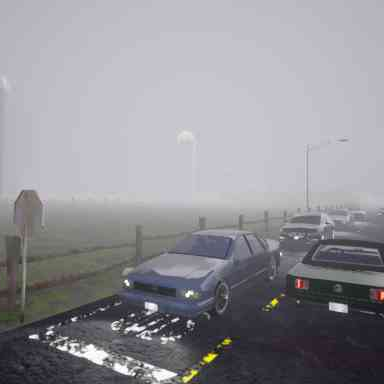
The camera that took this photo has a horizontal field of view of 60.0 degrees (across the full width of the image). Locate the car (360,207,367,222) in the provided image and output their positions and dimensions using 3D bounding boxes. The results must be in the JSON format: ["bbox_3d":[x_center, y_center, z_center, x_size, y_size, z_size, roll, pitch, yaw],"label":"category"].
[{"bbox_3d":[16.243,2.159,33.262,1.994,1.385,4.181,0,-1,32],"label":"car"}]

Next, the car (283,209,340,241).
[{"bbox_3d":[5.790,1.777,16.419,1.837,1.490,4.892,0,-1,32],"label":"car"}]

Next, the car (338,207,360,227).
[{"bbox_3d":[10.931,1.979,24.735,2.033,1.411,5.357,0,-1,31],"label":"car"}]

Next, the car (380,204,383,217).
[{"bbox_3d":[24.905,2.289,41.951,1.837,1.490,4.892,0,-1,32],"label":"car"}]

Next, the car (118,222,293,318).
[{"bbox_3d":[0.668,1.660,8.116,2.033,1.411,5.357,0,-1,31],"label":"car"}]

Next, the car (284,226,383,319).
[{"bbox_3d":[3.674,1.723,7.573,1.895,1.301,4.718,0,-1,32],"label":"car"}]

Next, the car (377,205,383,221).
[{"bbox_3d":[19.633,2.164,33.327,2.033,1.411,5.357,0,-1,32],"label":"car"}]
